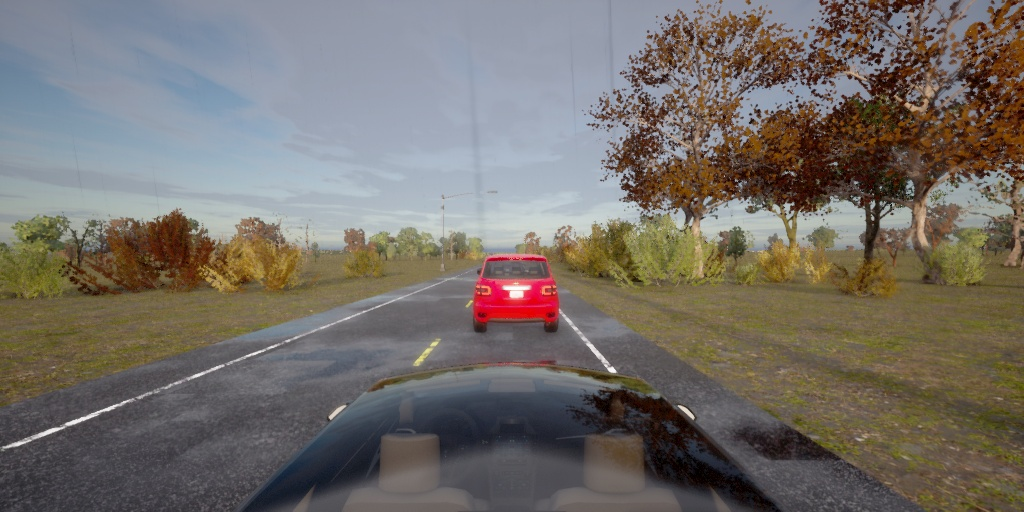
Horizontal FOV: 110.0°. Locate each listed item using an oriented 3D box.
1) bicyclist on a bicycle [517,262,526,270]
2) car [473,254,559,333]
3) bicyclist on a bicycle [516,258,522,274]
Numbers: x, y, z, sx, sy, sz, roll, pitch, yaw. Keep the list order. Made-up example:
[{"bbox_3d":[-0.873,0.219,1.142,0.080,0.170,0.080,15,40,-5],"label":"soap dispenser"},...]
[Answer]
[{"bbox_3d":[0.873,1.109,30.073,0.659,1.776,1.843,0,0,0],"label":"bicyclist on a bicycle"},{"bbox_3d":[0.083,0.968,10.894,2.150,2.045,5.566,0,0,-1],"label":"car"},{"bbox_3d":[0.802,1.106,40.086,0.659,1.776,1.843,0,0,0],"label":"bicyclist on a bicycle"}]
